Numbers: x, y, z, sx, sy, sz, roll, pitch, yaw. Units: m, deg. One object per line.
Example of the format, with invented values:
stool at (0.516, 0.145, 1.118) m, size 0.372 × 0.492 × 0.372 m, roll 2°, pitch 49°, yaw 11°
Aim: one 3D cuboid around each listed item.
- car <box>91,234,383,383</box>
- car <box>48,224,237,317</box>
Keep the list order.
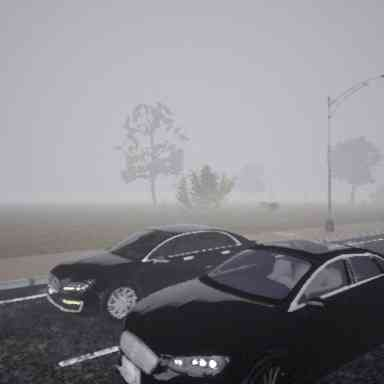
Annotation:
car at (1.396, 1.501, 4.682) m, size 4.902 × 1.511 × 2.128 m, roll 0°, pitch 0°, yaw -36°
car at (-0.520, 1.515, 7.306) m, size 4.892 × 1.490 × 1.837 m, roll 0°, pitch 0°, yaw -36°
